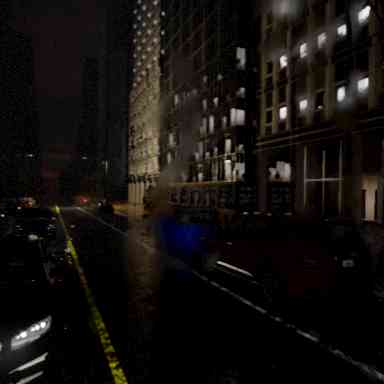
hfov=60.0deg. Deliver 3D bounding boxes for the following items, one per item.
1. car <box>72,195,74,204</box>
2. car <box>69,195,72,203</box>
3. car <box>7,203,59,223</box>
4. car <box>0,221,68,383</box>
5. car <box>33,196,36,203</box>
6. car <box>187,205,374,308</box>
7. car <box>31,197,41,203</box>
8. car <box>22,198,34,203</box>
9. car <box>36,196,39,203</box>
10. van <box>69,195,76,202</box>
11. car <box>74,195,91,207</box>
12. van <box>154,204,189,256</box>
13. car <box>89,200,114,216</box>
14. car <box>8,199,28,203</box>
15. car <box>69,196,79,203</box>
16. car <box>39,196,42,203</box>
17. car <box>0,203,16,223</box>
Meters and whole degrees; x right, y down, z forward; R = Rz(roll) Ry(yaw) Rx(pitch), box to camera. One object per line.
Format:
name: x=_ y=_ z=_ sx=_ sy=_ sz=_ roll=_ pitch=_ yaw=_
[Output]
car: x=-20.162 y=1.584 z=60.607 sx=2.192 sy=1.841 sz=5.009 roll=0 pitch=0 yaw=-23
car: x=-24.575 y=1.748 z=71.081 sx=1.967 sy=1.590 sz=4.097 roll=0 pitch=0 yaw=-23
car: x=-8.000 y=1.539 z=17.112 sx=1.882 sy=1.535 sz=5.008 roll=1 pitch=0 yaw=-23
car: x=-3.162 y=1.507 z=5.358 sx=2.128 sy=1.511 sz=4.902 roll=1 pitch=0 yaw=-23
car: x=-23.471 y=1.594 z=46.877 sx=1.967 sy=1.590 sz=4.097 roll=0 pitch=0 yaw=-23
car: x=1.905 y=1.385 z=8.229 sx=2.192 sy=1.841 sz=5.009 roll=0 pitch=0 yaw=-23
car: x=-36.711 y=1.821 z=78.303 sx=2.008 sy=1.369 sz=4.403 roll=0 pitch=0 yaw=-23
car: x=-21.265 y=1.716 z=41.638 sx=1.802 sy=1.307 sz=4.206 roll=0 pitch=0 yaw=-23
car: x=-27.818 y=1.718 z=57.196 sx=1.752 sy=1.417 sz=4.829 roll=0 pitch=0 yaw=-23
van: x=-31.196 y=1.706 z=86.794 sx=1.690 sy=1.788 sz=3.998 roll=0 pitch=0 yaw=-23
car: x=-17.956 y=1.565 z=55.368 sx=2.192 sy=1.841 sz=5.009 roll=0 pitch=0 yaw=-23
van: x=-0.302 y=1.431 z=13.466 sx=1.690 sy=1.788 sz=3.998 roll=0 pitch=0 yaw=-23
car: x=-9.128 y=1.721 z=34.416 sx=2.008 sy=1.369 sz=4.403 roll=0 pitch=0 yaw=-23
car: x=-16.851 y=1.645 z=31.163 sx=2.008 sy=1.369 sz=4.403 roll=0 pitch=0 yaw=-23
car: x=-28.989 y=1.786 z=81.557 sx=1.967 sy=1.590 sz=4.097 roll=0 pitch=0 yaw=-23
car: x=-32.298 y=1.798 z=67.828 sx=1.947 sy=1.339 sz=4.313 roll=0 pitch=0 yaw=-23
car: x=-12.438 y=1.605 z=20.688 sx=2.008 sy=1.369 sz=4.403 roll=0 pitch=0 yaw=-23
